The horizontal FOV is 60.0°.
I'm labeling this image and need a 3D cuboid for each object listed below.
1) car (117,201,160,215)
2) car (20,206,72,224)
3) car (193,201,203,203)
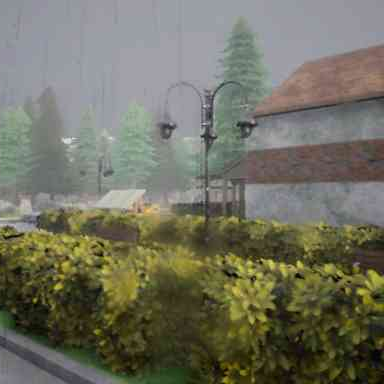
[{"bbox_3d":[-5.419,1.706,33.997,1.882,1.535,5.008,0,0,36],"label":"car"},{"bbox_3d":[-10.922,1.829,26.392,1.895,1.301,4.718,0,0,36],"label":"car"},{"bbox_3d":[0.677,1.828,41.980,1.895,1.301,4.718,0,0,39],"label":"car"}]
